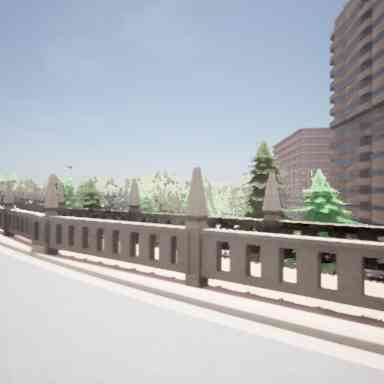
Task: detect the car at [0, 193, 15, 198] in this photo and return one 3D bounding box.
[{"bbox_3d":[-34.524,1.255,62.043,2.150,2.045,5.566,0,0,-5],"label":"car"}]
